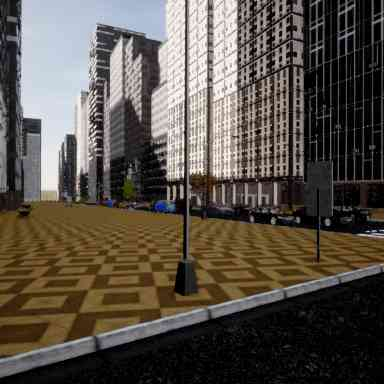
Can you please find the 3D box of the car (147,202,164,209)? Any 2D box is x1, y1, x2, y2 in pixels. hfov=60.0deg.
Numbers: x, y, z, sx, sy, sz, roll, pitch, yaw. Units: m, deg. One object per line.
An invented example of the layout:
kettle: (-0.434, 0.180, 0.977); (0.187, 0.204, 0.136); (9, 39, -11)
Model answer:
car: (-7.476, 2.675, 67.362); (1.895, 1.301, 4.718); (0, -1, -26)

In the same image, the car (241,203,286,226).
car: (6.092, 1.814, 25.919); (2.008, 1.369, 4.403); (-1, -1, -26)

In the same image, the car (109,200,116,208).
car: (-15.914, 2.731, 71.505); (1.887, 1.381, 4.507); (-1, -1, -26)

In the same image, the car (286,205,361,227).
car: (9.565, 1.734, 24.687); (1.837, 1.490, 4.892); (0, -1, -25)

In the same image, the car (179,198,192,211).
car: (-1.961, 2.062, 55.945); (2.150, 2.045, 5.566); (0, -1, -25)

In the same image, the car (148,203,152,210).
car: (-5.795, 2.397, 56.754); (1.837, 1.490, 4.892); (0, -1, -26)

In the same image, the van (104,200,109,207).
van: (-18.362, 2.635, 76.571); (1.690, 1.788, 3.998); (-1, -1, -26)

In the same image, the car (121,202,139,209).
car: (-11.024, 2.525, 61.374); (2.008, 1.369, 4.403); (-1, -1, -26)

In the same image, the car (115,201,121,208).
car: (-13.396, 2.602, 66.287); (1.752, 1.417, 4.829); (-1, -1, -26)

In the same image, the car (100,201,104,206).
car: (-23.248, 3.053, 86.698); (1.887, 1.381, 4.507); (-1, -1, -26)

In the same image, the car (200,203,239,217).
car: (2.866, 2.050, 38.586); (2.033, 1.411, 5.357); (0, -1, -26)

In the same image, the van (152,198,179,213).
van: (-3.693, 2.005, 46.183); (1.690, 1.788, 3.998); (-1, -1, -26)

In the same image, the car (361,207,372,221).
car: (13.638, 1.854, 29.562); (2.008, 1.369, 4.403); (-1, -1, -26)

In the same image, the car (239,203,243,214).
car: (6.303, 2.168, 44.757); (1.947, 1.339, 4.313); (-1, -1, -26)

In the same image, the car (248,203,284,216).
car: (8.748, 2.068, 39.692); (1.947, 1.339, 4.313); (-1, -1, -26)
